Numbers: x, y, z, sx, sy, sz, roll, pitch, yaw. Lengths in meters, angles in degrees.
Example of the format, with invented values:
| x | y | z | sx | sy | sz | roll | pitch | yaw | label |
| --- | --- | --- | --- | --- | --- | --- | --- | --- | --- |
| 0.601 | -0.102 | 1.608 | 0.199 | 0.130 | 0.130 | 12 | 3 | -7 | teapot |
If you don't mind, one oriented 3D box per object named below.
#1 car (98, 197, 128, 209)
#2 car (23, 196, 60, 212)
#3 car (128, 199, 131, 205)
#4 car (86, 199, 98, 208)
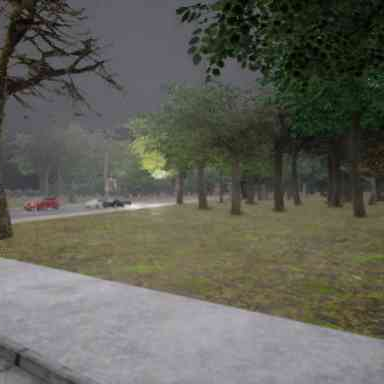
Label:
| x | y | z | sx | sy | sz | roll | pitch | yaw | label |
| --- | --- | --- | --- | --- | --- | --- | --- | --- | --- |
| -12.534 | 1.821 | 53.359 | 1.882 | 1.535 | 5.008 | -1 | 0 | 13 | car |
| -20.865 | 1.615 | 46.407 | 2.150 | 2.045 | 5.566 | -1 | 0 | 13 | car |
| -13.404 | 1.766 | 64.220 | 2.097 | 1.767 | 4.553 | -1 | 0 | 13 | car |
| -15.617 | 1.908 | 54.456 | 1.812 | 1.442 | 4.674 | -1 | 0 | 13 | car |
